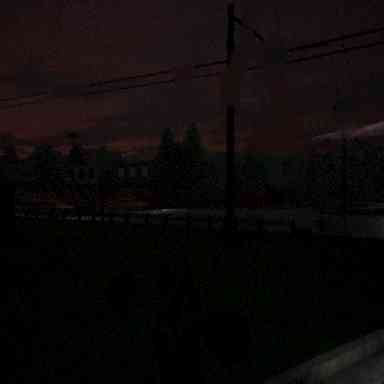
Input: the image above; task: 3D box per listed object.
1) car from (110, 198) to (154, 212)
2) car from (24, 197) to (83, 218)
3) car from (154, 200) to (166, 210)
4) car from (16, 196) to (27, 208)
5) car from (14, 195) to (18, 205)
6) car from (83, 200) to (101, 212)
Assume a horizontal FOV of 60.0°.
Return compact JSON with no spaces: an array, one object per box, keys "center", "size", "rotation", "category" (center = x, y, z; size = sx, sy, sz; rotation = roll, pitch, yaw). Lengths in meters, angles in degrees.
[{"center":[-7.429,1.535,39.558],"size":[5.008,1.535,1.882],"rotation":[0,0,29],"category":"car"},{"center":[-12.748,1.503,30.502],"size":[5.008,1.535,1.882],"rotation":[0,0,29],"category":"car"},{"center":[-5.558,1.634,43.814],"size":[4.181,1.385,1.994],"rotation":[0,0,18],"category":"car"},{"center":[-22.763,1.560,48.089],"size":[4.674,1.442,1.812],"rotation":[0,0,29],"category":"car"},{"center":[-28.061,1.384,55.071],"size":[4.553,1.767,2.097],"rotation":[0,0,29],"category":"car"},{"center":[-11.384,1.527,33.749],"size":[4.902,1.511,2.128],"rotation":[0,0,29],"category":"car"}]
